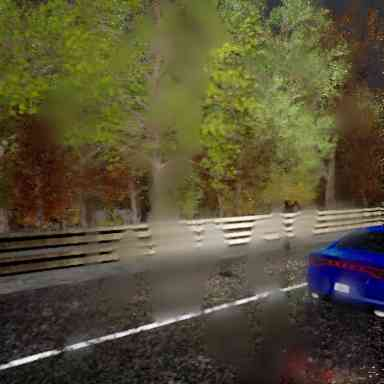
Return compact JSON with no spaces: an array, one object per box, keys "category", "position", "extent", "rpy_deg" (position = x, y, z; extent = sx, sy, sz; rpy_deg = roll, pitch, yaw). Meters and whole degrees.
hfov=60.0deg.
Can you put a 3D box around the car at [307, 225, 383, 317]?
[{"category":"car","position":[4.510,1.440,7.000],"extent":[5.008,1.535,1.882],"rpy_deg":[0,0,-36]}]
